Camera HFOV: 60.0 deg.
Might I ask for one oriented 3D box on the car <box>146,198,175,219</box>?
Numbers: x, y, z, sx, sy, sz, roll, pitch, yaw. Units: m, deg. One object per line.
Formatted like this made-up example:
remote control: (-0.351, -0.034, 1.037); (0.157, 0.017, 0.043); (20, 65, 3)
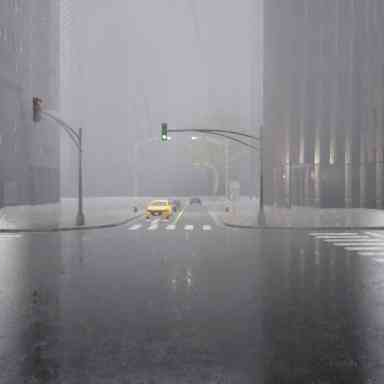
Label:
car: (-2.817, 1.470, 29.327); (1.882, 1.535, 5.008); (0, 0, 1)

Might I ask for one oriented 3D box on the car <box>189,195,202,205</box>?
car: (0.601, 1.456, 58.572); (1.837, 1.490, 4.892); (0, 0, 1)

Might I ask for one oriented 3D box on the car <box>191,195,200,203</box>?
car: (0.718, 1.414, 68.995); (1.837, 1.490, 4.892); (0, 0, 1)

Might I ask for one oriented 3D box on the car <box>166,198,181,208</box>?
car: (-2.597, 1.578, 48.586); (1.895, 1.301, 4.718); (0, 0, 1)

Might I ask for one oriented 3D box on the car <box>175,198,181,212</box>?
car: (-2.709, 1.552, 38.487); (1.994, 1.385, 4.181); (0, 0, 1)
